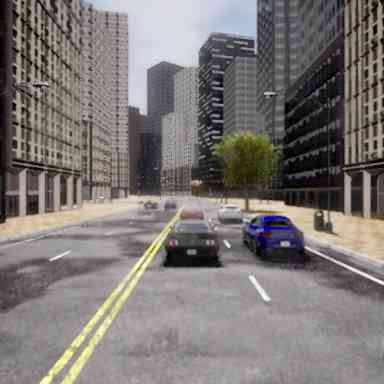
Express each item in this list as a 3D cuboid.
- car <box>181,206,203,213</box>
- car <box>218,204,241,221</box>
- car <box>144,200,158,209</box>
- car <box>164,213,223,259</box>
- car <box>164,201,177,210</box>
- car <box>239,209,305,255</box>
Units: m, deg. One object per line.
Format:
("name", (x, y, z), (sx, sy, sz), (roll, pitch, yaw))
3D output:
("car", (0.019, 1.869, 28.238), (1.895, 1.301, 4.718), (0, -1, 0))
("car", (3.278, 1.799, 28.895), (1.812, 1.442, 4.674), (0, 0, 1))
("car", (-6.592, 1.973, 53.297), (2.128, 1.511, 4.902), (0, 0, 0))
("car", (0.018, 1.729, 13.236), (1.895, 1.301, 4.718), (0, -1, 0))
("car", (-3.336, 2.080, 52.788), (1.895, 1.301, 4.718), (0, 0, 0))
("car", (3.277, 1.660, 13.895), (1.812, 1.442, 4.674), (0, 0, 1))
